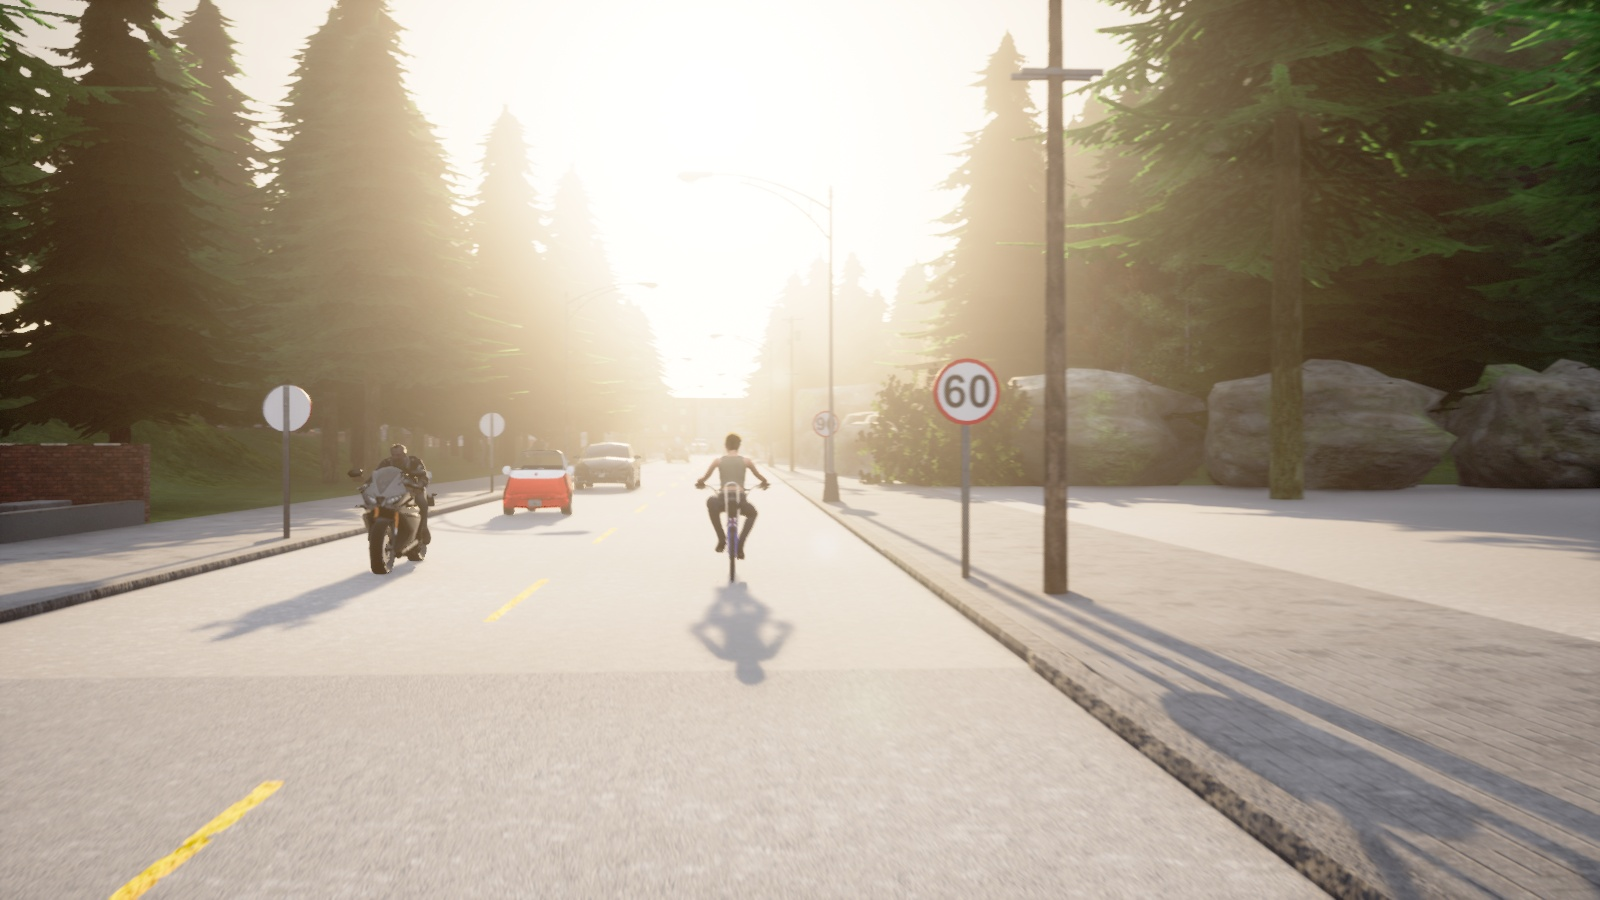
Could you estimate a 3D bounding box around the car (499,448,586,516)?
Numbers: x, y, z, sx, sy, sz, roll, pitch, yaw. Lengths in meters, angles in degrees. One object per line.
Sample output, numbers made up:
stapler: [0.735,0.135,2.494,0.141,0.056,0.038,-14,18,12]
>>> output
car: [-5.391,0.650,26.476,1.481,1.376,2.207,0,0,-3]

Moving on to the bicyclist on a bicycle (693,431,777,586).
bicyclist on a bicycle: [-0.715,0.604,13.862,0.866,1.612,1.509,0,0,-3]

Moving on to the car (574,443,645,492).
car: [-6.175,0.516,41.115,1.837,1.490,4.892,0,1,-3]

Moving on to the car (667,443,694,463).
car: [-8.960,0.223,94.384,1.845,1.501,3.633,0,0,-3]

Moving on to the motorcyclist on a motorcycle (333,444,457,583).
motorcyclist on a motorcycle: [-4.775,0.696,14.973,0.866,1.530,2.191,0,0,-3]
